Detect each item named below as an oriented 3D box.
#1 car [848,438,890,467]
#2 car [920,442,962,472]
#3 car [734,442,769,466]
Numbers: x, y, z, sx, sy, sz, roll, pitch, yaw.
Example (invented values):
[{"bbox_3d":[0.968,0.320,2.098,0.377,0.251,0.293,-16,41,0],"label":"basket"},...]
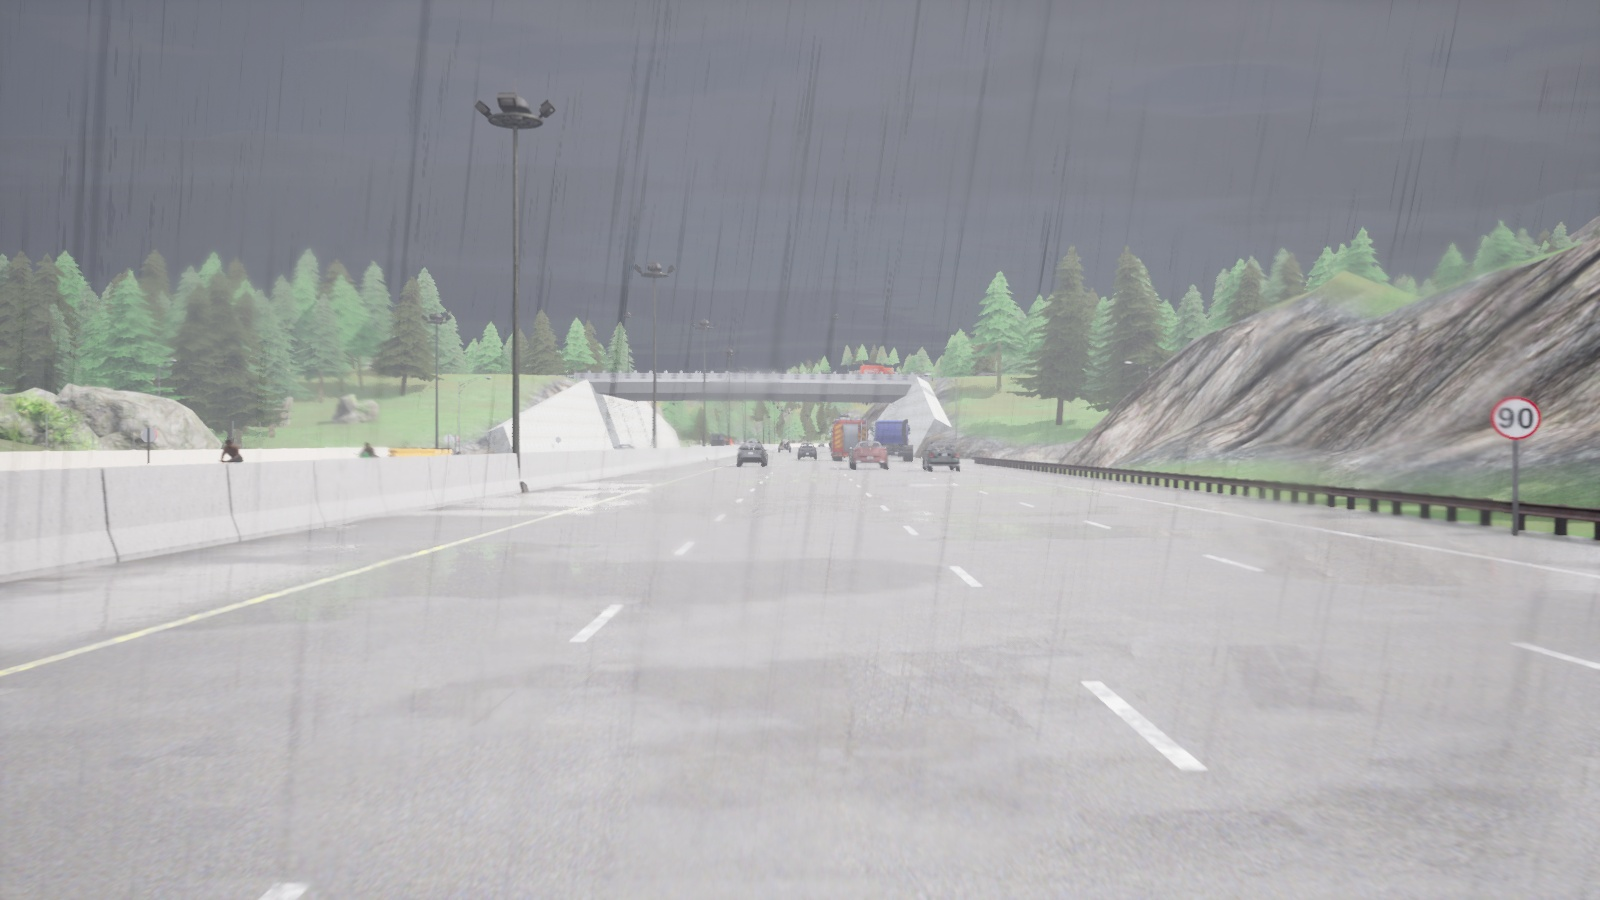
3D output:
[{"bbox_3d":[3.927,0.120,72.466,2.152,1.651,5.027,0,0,0],"label":"car"},{"bbox_3d":[7.391,0.358,66.192,1.789,1.549,3.705,0,0,0],"label":"car"},{"bbox_3d":[-3.032,0.241,79.763,2.007,1.525,4.514,0,0,0],"label":"car"}]
